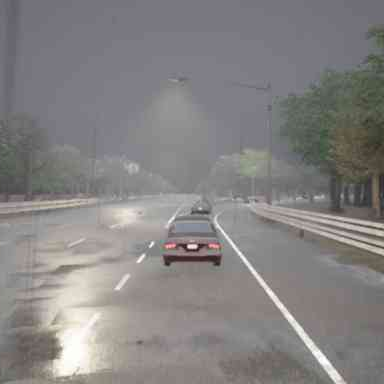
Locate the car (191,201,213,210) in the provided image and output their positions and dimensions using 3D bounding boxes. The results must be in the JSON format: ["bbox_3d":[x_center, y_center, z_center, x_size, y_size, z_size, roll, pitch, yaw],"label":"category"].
[{"bbox_3d":[1.110,1.647,35.143,1.994,1.385,4.181,0,0,8],"label":"car"}]

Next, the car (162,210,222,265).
[{"bbox_3d":[0.009,1.574,11.777,2.033,1.411,5.357,0,0,0],"label":"car"}]

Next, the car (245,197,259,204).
[{"bbox_3d":[11.848,1.668,65.382,1.812,1.442,4.674,0,0,30],"label":"car"}]
